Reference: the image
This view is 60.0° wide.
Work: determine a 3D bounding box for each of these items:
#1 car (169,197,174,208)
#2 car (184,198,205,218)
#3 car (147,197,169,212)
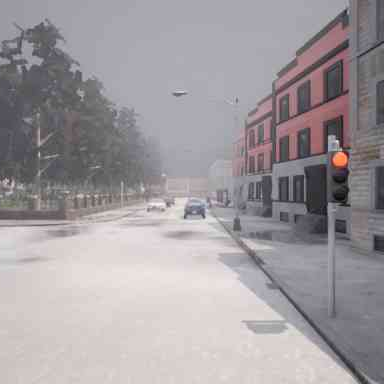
[{"bbox_3d":[-4.056,1.601,49.026,1.895,1.301,4.718,0,0,0],"label":"car"},{"bbox_3d":[0.196,1.526,30.173,1.812,1.442,4.674,0,0,0],"label":"car"},{"bbox_3d":[-4.055,1.526,38.931,1.812,1.442,4.674,0,0,0],"label":"car"}]
